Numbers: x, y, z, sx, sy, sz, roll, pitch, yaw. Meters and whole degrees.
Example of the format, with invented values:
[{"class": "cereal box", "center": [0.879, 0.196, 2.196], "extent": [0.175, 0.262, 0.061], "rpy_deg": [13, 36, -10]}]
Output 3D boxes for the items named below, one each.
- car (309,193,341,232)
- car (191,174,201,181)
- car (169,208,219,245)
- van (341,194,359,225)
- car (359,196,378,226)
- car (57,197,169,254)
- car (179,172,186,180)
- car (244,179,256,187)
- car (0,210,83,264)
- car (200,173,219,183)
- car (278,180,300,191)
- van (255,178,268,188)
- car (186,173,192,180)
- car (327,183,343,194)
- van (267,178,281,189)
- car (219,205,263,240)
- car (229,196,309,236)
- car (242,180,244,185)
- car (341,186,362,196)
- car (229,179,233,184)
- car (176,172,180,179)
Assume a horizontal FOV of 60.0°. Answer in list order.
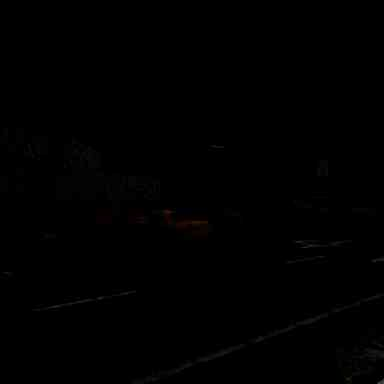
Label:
[{"class": "car", "center": [5.853, 1.265, 20.634], "extent": [5.566, 2.045, 2.435], "rpy_deg": [-1, -1, 35]}, {"class": "car", "center": [3.092, -3.703, 84.518], "extent": [2.435, 2.045, 5.566], "rpy_deg": [7, 3, 34]}, {"class": "car", "center": [-1.686, 1.501, 15.532], "extent": [5.366, 1.575, 1.946], "rpy_deg": [-1, -1, 34]}, {"class": "van", "center": [8.389, 1.294, 22.308], "extent": [4.442, 1.987, 1.878], "rpy_deg": [-1, -1, 35]}, {"class": "car", "center": [10.795, 1.400, 24.063], "extent": [4.553, 1.767, 2.185], "rpy_deg": [-1, -1, 35]}, {"class": "car", "center": [-4.003, 1.246, 13.701], "extent": [5.566, 2.045, 2.435], "rpy_deg": [-1, -1, 34]}, {"class": "car", "center": [-0.440, -4.090, 89.448], "extent": [2.185, 1.767, 4.553], "rpy_deg": [4, 1, 33]}, {"class": "car", "center": [13.646, -1.816, 69.983], "extent": [1.946, 1.575, 5.366], "rpy_deg": [7, 3, 35]}, {"class": "car", "center": [-6.445, 1.523, 11.952], "extent": [4.792, 1.488, 2.163], "rpy_deg": [-1, -1, 34]}, {"class": "car", "center": [4.947, -3.181, 82.262], "extent": [1.946, 1.575, 5.366], "rpy_deg": [7, 3, 34]}, {"class": "car", "center": [18.722, -0.997, 62.426], "extent": [2.231, 1.521, 4.892], "rpy_deg": [7, 3, 35]}, {"class": "van", "center": [15.225, -1.768, 67.254], "extent": [1.878, 1.987, 4.442], "rpy_deg": [7, 4, 35]}, {"class": "car", "center": [1.294, -3.855, 86.981], "extent": [2.185, 1.767, 4.553], "rpy_deg": [6, 3, 34]}, {"class": "car", "center": [23.944, -0.430, 55.049], "extent": [2.435, 2.045, 5.566], "rpy_deg": [7, 3, 35]}, {"class": "van", "center": [16.958, -1.495, 64.786], "extent": [1.878, 1.987, 4.442], "rpy_deg": [7, 4, 35]}, {"class": "car", "center": [0.918, 1.546, 17.164], "extent": [4.674, 1.452, 2.002], "rpy_deg": [-1, -1, 35]}, {"class": "car", "center": [3.342, 1.260, 18.925], "extent": [5.566, 2.045, 2.435], "rpy_deg": [-1, -1, 35]}, {"class": "car", "center": [11.811, -2.048, 72.300], "extent": [2.002, 1.452, 4.674], "rpy_deg": [7, 3, 35]}, {"class": "car", "center": [25.639, 0.132, 52.580], "extent": [2.002, 1.452, 4.674], "rpy_deg": [7, 3, 35]}, {"class": "car", "center": [10.064, -2.322, 74.760], "extent": [2.002, 1.452, 4.674], "rpy_deg": [7, 3, 35]}, {"class": "car", "center": [-2.215, -4.367, 91.793], "extent": [2.435, 2.045, 5.566], "rpy_deg": [1, -1, 34]}]
